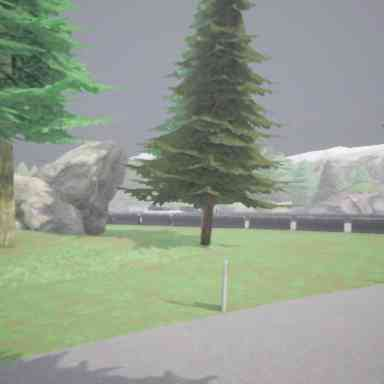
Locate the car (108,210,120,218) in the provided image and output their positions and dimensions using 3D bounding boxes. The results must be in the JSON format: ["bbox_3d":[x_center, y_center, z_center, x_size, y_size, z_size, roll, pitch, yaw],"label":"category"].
[{"bbox_3d":[-13.271,3.808,56.002,5.008,1.535,1.882,-2,-4,31],"label":"car"}]

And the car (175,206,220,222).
[{"bbox_3d":[0.717,2.836,43.251,5.566,2.045,2.150,-2,-4,31],"label":"car"}]

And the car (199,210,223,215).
[{"bbox_3d":[0.860,2.906,39.048,4.674,1.442,1.812,-2,-4,31],"label":"car"}]

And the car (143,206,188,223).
[{"bbox_3d":[-2.965,2.499,37.307,5.566,2.045,2.150,-2,-4,31],"label":"car"}]

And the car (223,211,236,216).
[{"bbox_3d":[3.661,3.251,45.533,4.892,1.490,1.837,-2,-4,31],"label":"car"}]
